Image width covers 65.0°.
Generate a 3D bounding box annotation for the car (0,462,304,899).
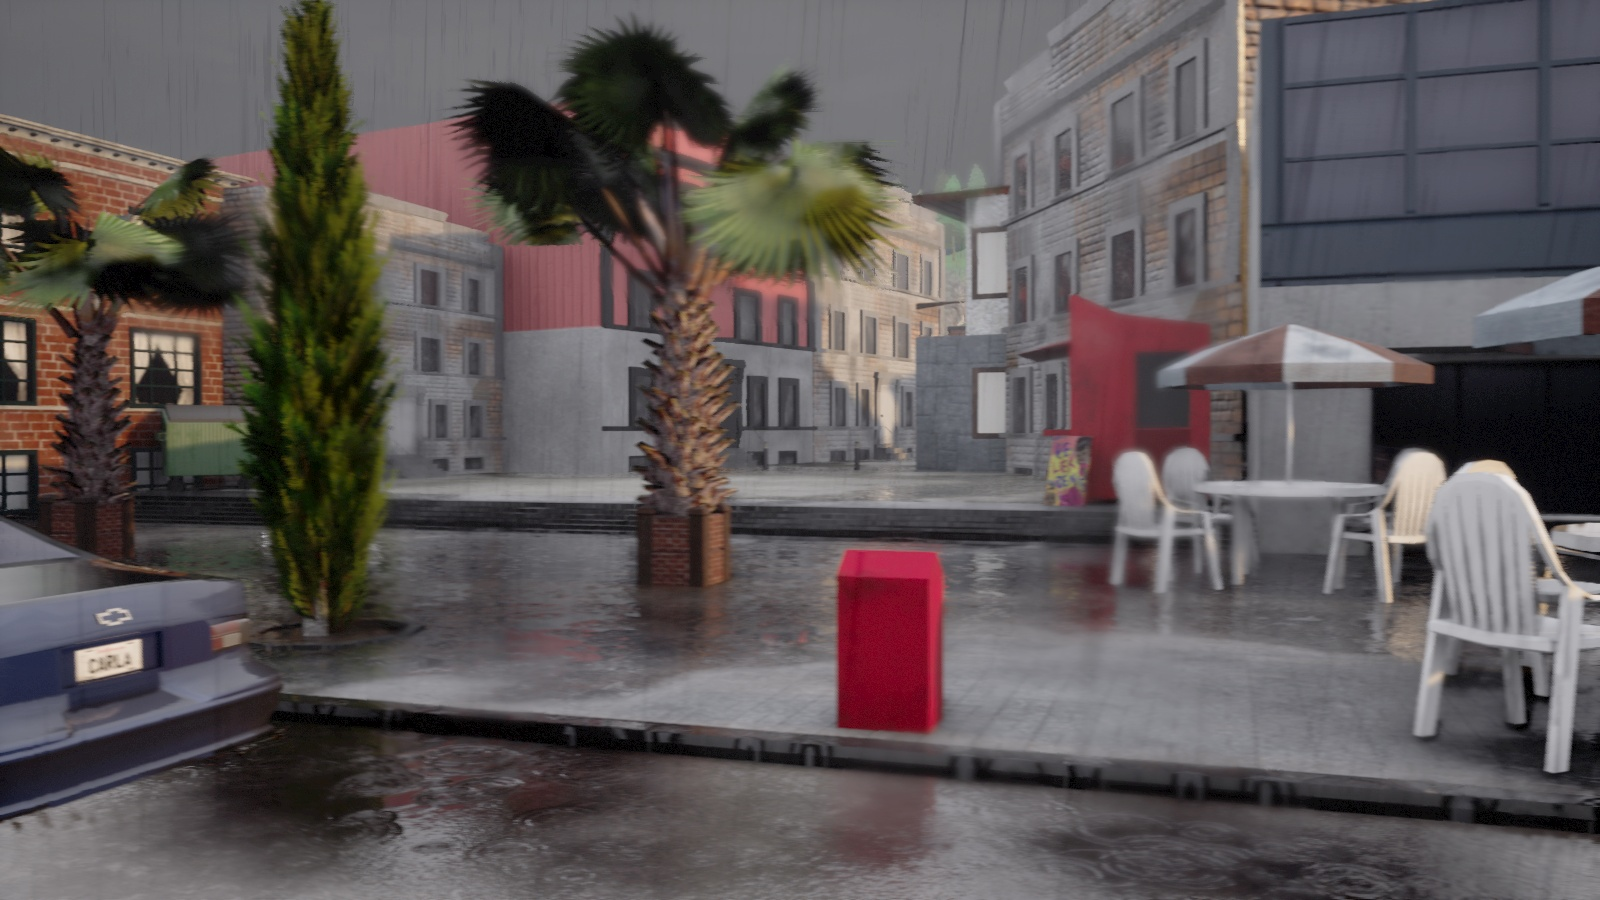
[{"bbox_3d":[-5.049,0.768,5.418,5.357,1.411,2.033,1,1,19],"label":"car"}]
